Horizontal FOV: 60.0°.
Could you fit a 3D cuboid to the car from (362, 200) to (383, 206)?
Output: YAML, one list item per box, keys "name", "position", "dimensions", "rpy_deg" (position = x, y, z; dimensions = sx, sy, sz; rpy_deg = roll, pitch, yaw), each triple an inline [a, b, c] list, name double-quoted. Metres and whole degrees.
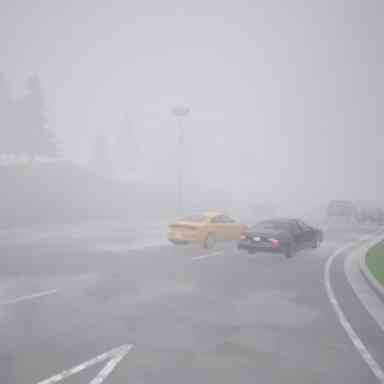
- name: "car"
  position: [28.333, 2.423, 51.508]
  dimensions: [2.097, 1.767, 4.553]
  rpy_deg: [0, -1, 38]

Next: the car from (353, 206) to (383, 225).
- name: "car"
  position: [16.527, 2.232, 30.430]
  dimensions: [1.895, 1.301, 4.718]
  rpy_deg: [0, -1, 38]

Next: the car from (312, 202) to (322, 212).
- name: "car"
  position: [21.594, 2.505, 54.395]
  dimensions: [1.882, 1.535, 5.008]
  rpy_deg: [0, -1, 38]

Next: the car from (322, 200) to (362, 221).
- name: "car"
  position: [16.233, 1.922, 35.788]
  dimensions: [2.150, 2.045, 5.566]
  rpy_deg: [0, -1, 38]

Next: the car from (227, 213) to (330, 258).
- name: "car"
  position: [3.860, 1.791, 13.972]
  dimensions: [2.033, 1.411, 5.357]
  rpy_deg: [0, -1, 38]

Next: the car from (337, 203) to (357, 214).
- name: "car"
  position: [24.367, 2.537, 52.260]
  dimensions: [1.837, 1.490, 4.892]
  rpy_deg: [0, -1, 38]

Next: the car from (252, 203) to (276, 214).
- name: "car"
  position: [9.655, 2.246, 44.457]
  dimensions: [1.837, 1.490, 4.892]
  rpy_deg: [0, -1, 38]

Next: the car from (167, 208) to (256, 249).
- name: "car"
  position: [0.925, 1.711, 15.895]
  dimensions: [1.882, 1.535, 5.008]
  rpy_deg: [0, -1, 38]

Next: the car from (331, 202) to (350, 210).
- name: "car"
  position: [27.949, 2.647, 62.651]
  dimensions: [2.033, 1.411, 5.357]
  rpy_deg: [0, -1, 38]

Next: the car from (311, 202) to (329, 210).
- name: "car"
  position: [24.665, 2.676, 63.959]
  dimensions: [1.882, 1.535, 5.008]
  rpy_deg: [0, -1, 38]
